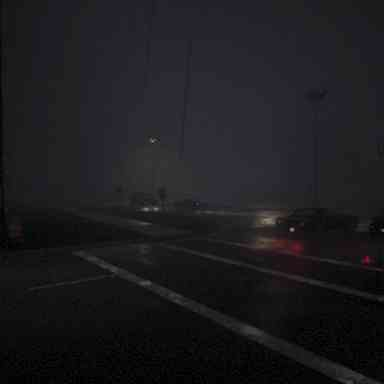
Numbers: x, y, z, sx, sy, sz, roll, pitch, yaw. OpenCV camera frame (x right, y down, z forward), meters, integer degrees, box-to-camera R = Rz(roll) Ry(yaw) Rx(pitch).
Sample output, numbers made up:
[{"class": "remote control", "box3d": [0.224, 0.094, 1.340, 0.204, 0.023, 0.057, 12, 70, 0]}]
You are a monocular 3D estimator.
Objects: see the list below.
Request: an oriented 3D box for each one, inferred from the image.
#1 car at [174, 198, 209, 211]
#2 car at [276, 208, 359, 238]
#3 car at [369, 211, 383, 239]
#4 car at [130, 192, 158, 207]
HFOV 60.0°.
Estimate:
[{"class": "car", "box3d": [-0.051, 1.397, 38.175, 1.895, 1.301, 4.718, -1, 0, -35]}, {"class": "car", "box3d": [6.531, 1.461, 16.999, 4.718, 1.301, 1.895, -1, 0, -35]}, {"class": "car", "box3d": [9.790, 1.371, 15.025, 4.674, 1.442, 1.812, -1, 0, -35]}, {"class": "car", "box3d": [-7.029, 1.012, 48.258, 2.150, 2.045, 5.566, -1, 1, -34]}]
